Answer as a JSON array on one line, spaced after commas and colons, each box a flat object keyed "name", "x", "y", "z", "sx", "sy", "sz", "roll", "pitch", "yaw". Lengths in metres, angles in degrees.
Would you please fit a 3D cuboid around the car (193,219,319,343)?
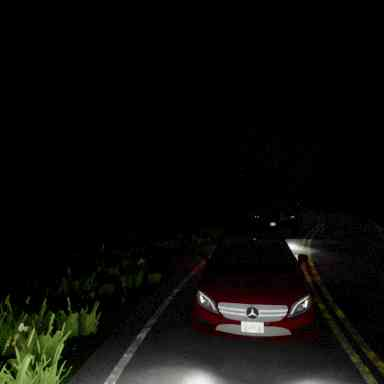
[{"name": "car", "x": 1.224, "y": 1.534, "z": 6.703, "sx": 1.812, "sy": 1.442, "sz": 4.674, "roll": -1, "pitch": 0, "yaw": 11}]

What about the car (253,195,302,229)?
[{"name": "car", "x": 4.983, "y": 1.215, "z": 18.879, "sx": 2.150, "sy": 2.045, "sz": 5.566, "roll": -2, "pitch": -1, "yaw": 22}]
